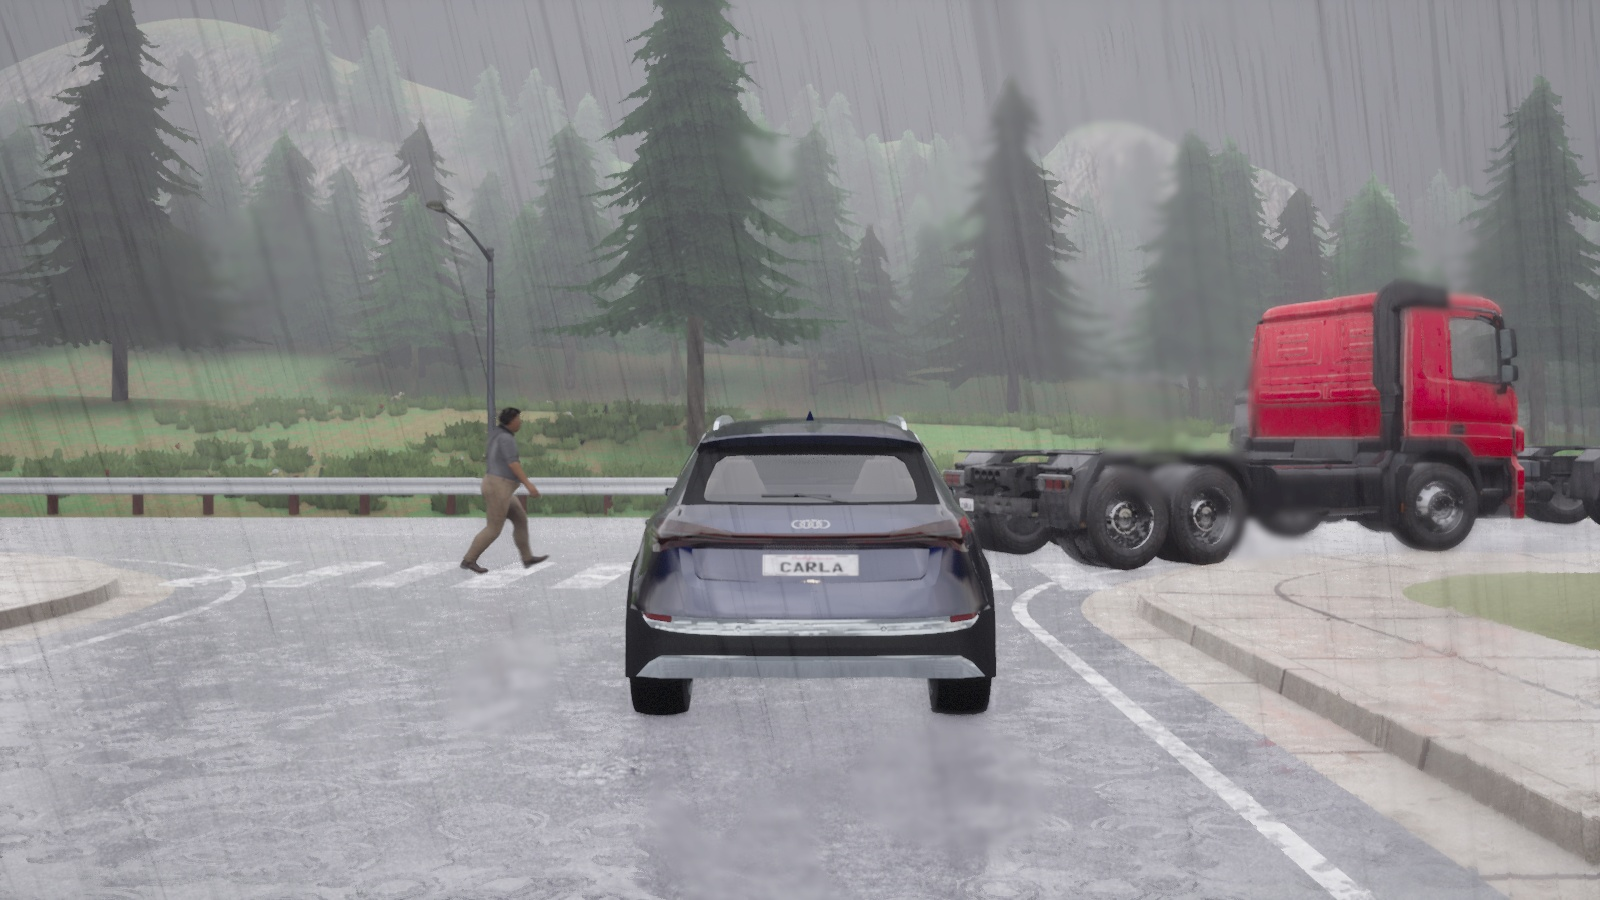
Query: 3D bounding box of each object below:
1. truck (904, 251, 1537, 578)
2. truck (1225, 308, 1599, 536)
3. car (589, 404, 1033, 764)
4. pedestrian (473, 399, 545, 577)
[{"bbox_3d":[5.526,-0.403,16.259,7.936,3.462,2.891,0,1,-25],"label":"truck"},{"bbox_3d":[11.399,-0.441,20.501,7.936,3.462,2.891,0,1,1],"label":"truck"},{"bbox_3d":[0.063,0.590,8.179,2.033,1.649,4.856,0,1,0],"label":"car"},{"bbox_3d":[-3.125,0.393,13.465,0.694,1.848,0.540,0,1,-19],"label":"pedestrian"}]
